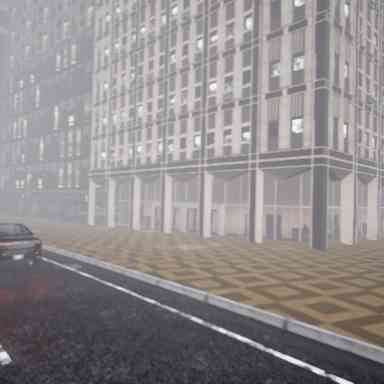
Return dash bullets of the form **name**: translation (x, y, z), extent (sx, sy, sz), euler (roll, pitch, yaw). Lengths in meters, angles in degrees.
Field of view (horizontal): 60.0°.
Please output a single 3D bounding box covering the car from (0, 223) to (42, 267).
- **car**: translation (-7.116, 1.892, 12.325), extent (2.128, 1.511, 4.902), euler (3, -3, -42)
